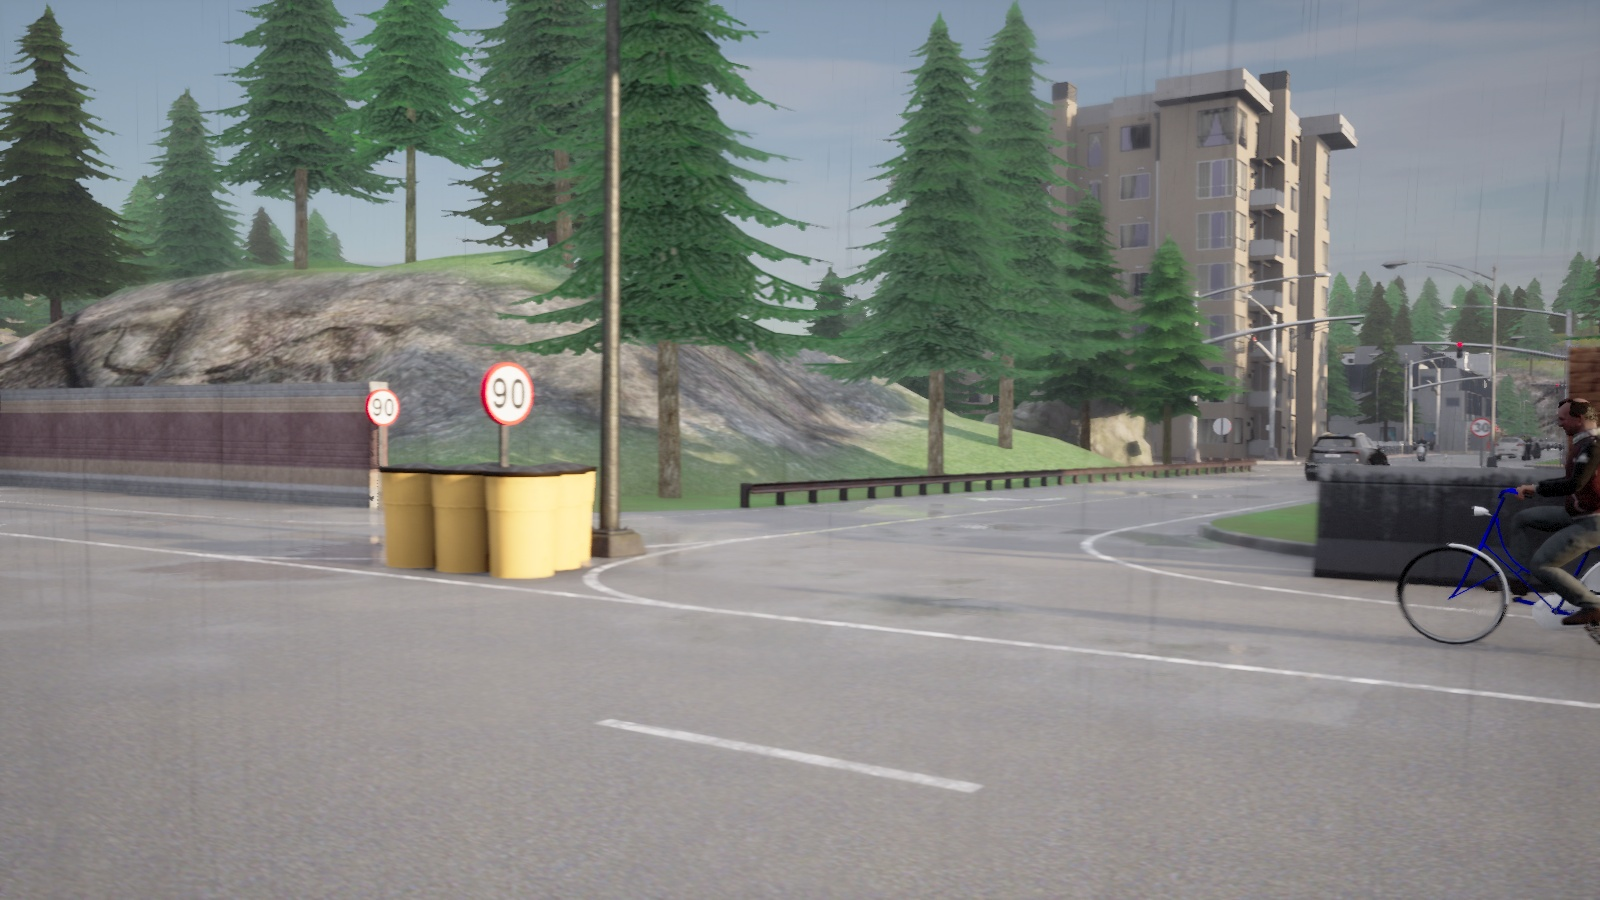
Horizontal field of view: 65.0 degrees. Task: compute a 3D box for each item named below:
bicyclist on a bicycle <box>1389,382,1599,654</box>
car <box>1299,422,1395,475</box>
[{"bbox_3d":[5.108,0.438,8.630,1.843,1.776,0.659,0,1,34],"label":"bicyclist on a bicycle"},{"bbox_3d":[18.256,-0.094,41.779,2.033,1.649,4.856,0,1,34],"label":"car"}]
